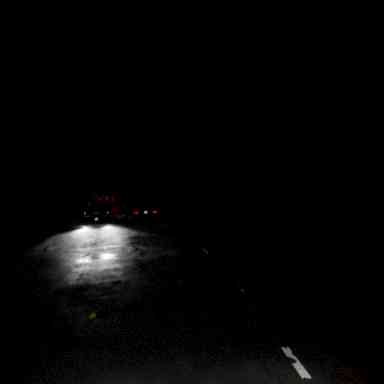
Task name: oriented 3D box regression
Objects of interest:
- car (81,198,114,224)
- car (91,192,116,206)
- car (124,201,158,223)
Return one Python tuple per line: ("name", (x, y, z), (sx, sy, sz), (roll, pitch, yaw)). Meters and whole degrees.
("car", (-6.794, 1.399, 23.520), (1.895, 1.301, 4.718), (-1, 1, -17))
("car", (-10.803, 0.734, 40.173), (2.097, 1.767, 4.553), (-2, 2, -28))
("car", (-3.703, 1.315, 23.670), (2.033, 1.411, 5.357), (-1, 1, -17))
